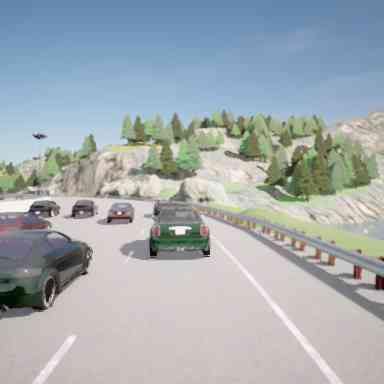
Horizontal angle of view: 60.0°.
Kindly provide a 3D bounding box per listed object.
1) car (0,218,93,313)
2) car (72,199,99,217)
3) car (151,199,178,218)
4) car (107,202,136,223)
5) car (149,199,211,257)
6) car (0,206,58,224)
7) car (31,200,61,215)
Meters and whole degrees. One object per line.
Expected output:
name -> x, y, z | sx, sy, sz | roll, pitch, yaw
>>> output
car -> -3.712, 1.550, 7.710 | 1.994, 1.385, 4.181 | 0, 0, -3
car -> -9.615, 1.442, 30.128 | 1.837, 1.490, 4.892 | 0, 0, -9
car -> -2.619, 1.415, 30.655 | 2.128, 1.511, 4.902 | 0, 0, -9
car -> -5.333, 1.490, 25.360 | 2.033, 1.411, 5.357 | 0, 0, -8
car -> -0.528, 1.318, 12.979 | 2.097, 1.767, 4.553 | 0, 0, -4
car -> -7.653, 1.538, 14.512 | 1.994, 1.385, 4.181 | 0, 0, -4
car -> -13.114, 1.449, 29.838 | 1.837, 1.490, 4.892 | 0, 0, -9
